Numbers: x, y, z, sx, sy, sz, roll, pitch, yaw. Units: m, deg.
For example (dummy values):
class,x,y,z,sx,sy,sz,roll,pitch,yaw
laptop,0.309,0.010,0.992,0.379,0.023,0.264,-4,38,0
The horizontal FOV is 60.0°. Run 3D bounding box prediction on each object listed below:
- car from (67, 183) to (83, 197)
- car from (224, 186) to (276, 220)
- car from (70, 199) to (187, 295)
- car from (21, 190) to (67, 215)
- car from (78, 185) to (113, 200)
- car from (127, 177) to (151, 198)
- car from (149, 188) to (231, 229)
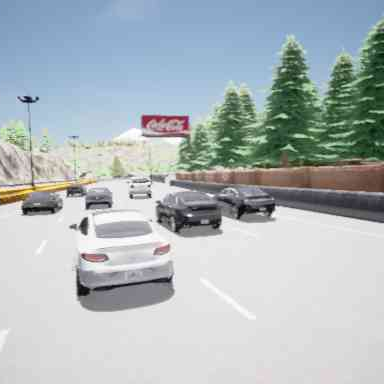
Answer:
class,x,y,z,sx,sy,sz,roll,pitch,yaw
car,-13.666,-0.273,39.455,1.837,1.490,4.892,-2,3,-11
car,2.432,0.456,17.136,2.128,1.511,4.902,-3,3,-17
car,-1.792,1.131,7.763,1.812,1.442,4.674,-3,3,-20
car,-9.860,0.625,22.116,1.994,1.385,4.181,-3,3,-14
car,-6.972,0.364,24.983,2.033,1.411,5.357,-2,3,-13
car,-5.391,-0.510,34.095,2.150,2.045,5.566,-2,3,-12
car,-0.315,0.712,14.207,1.837,1.490,4.892,-3,3,-18
